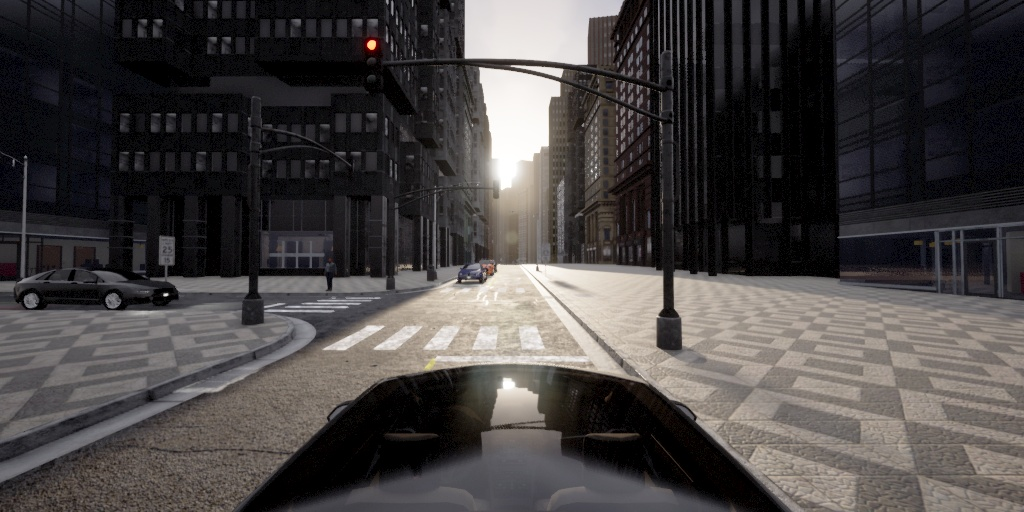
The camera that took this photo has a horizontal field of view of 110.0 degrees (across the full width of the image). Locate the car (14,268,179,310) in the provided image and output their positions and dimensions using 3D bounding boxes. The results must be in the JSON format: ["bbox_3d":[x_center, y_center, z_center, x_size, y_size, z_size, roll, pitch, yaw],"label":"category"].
[{"bbox_3d":[-15.333,1.191,13.382,4.892,1.490,1.837,0,-1,0],"label":"car"}]

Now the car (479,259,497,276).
[{"bbox_3d":[-3.020,1.134,38.252,2.097,1.767,4.553,0,0,0],"label":"car"}]

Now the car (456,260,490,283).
[{"bbox_3d":[-3.045,1.287,28.247,1.812,1.442,4.674,0,0,2],"label":"car"}]

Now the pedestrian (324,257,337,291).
[{"bbox_3d":[-9.968,0.972,19.605,0.375,1.860,0.375,0,-1,0],"label":"pedestrian"}]
